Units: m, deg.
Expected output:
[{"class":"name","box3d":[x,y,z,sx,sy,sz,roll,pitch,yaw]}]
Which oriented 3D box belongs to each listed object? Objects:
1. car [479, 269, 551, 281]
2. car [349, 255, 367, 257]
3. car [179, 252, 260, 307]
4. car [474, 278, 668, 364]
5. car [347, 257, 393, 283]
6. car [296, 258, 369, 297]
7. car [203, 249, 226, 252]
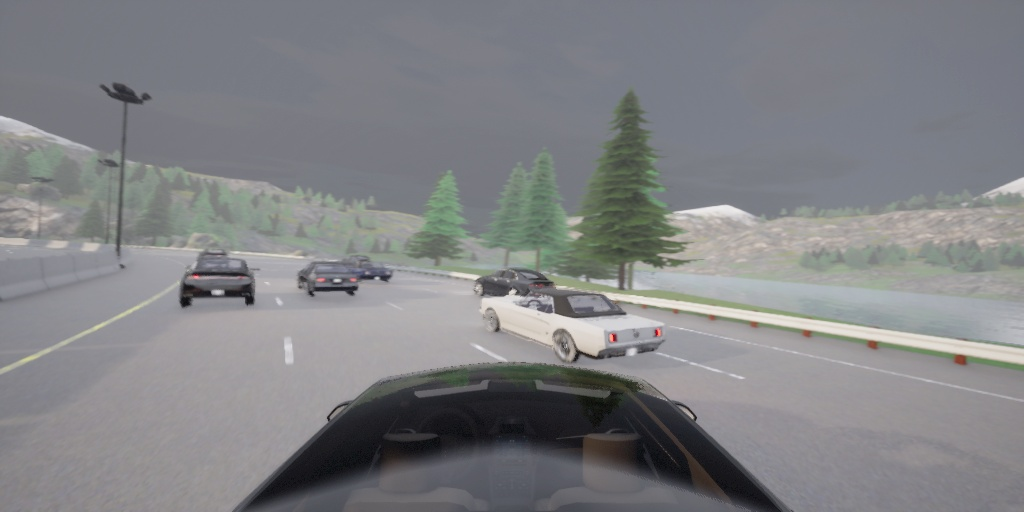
[{"class":"car","box3d":[0.011,1.320,16.512,1.837,1.490,4.892,4,0,-35]},{"class":"car","box3d":[-15.237,0.673,35.250,1.837,1.490,4.892,4,-1,-44]},{"class":"car","box3d":[-10.137,0.803,12.585,2.128,1.511,4.902,3,0,-36]},{"class":"car","box3d":[1.039,1.429,8.480,1.895,1.301,4.718,3,0,-32]},{"class":"car","box3d":[-9.455,0.992,23.242,1.895,1.301,4.718,3,0,-39]},{"class":"car","box3d":[-8.439,0.956,16.243,2.033,1.411,5.357,3,0,-37]},{"class":"car","box3d":[-25.842,0.133,31.067,4.902,1.511,2.128,3,-1,45]}]
